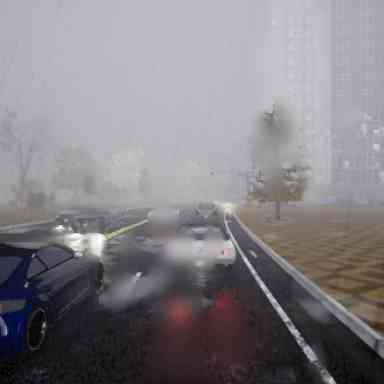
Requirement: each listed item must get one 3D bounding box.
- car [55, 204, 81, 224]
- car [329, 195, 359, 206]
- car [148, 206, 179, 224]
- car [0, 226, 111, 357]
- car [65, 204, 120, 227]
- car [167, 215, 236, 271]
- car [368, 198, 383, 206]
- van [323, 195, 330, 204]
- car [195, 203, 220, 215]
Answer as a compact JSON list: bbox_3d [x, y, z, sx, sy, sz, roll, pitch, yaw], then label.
[{"bbox_3d":[-8.840,1.685,26.456,2.033,1.411,5.357,0,0,4],"label":"car"},{"bbox_3d":[26.113,1.602,56.493,4.097,1.590,1.967,0,0,12],"label":"car"},{"bbox_3d":[-2.121,1.747,26.281,1.895,1.301,4.718,0,0,4],"label":"car"},{"bbox_3d":[-3.072,1.596,6.111,1.994,1.385,4.181,0,0,1],"label":"car"},{"bbox_3d":[-5.938,1.675,20.838,1.994,1.385,4.181,0,0,3],"label":"car"},{"bbox_3d":[0.319,1.665,11.148,1.895,1.301,4.718,0,0,2],"label":"car"},{"bbox_3d":[31.698,1.685,55.408,4.313,1.339,1.947,0,0,12],"label":"car"},{"bbox_3d":[27.860,1.518,64.937,3.998,1.788,1.690,0,0,12],"label":"van"},{"bbox_3d":[1.254,1.651,27.686,2.128,1.511,4.902,0,0,4],"label":"car"}]
